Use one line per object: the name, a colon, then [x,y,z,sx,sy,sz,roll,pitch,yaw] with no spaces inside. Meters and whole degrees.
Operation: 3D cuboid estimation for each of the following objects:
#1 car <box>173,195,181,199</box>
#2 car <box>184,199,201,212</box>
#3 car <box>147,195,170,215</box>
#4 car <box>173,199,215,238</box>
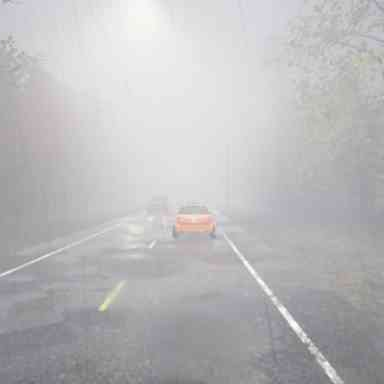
car: [-3.498,1.459,77.437,1.882,1.535,5.008,0,0,0]
car: [0.102,1.701,43.796,2.128,1.511,4.902,0,0,0]
car: [-3.586,1.396,36.499,2.150,2.045,5.566,0,0,0]
car: [0.100,1.440,18.373,2.097,1.767,4.553,0,0,0]
